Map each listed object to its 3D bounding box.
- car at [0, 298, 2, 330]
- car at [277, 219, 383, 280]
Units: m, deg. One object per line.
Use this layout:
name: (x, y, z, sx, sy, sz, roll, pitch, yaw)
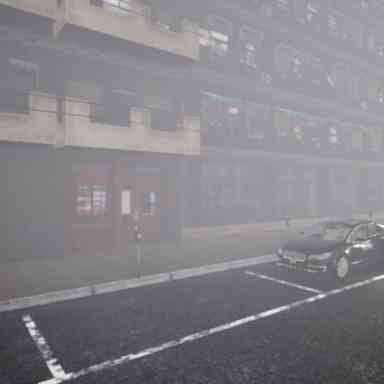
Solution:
car: (-4.691, 1.328, 3.210, 5.009, 1.841, 2.192, 0, 0, -35)
car: (4.329, 1.495, 9.644, 4.403, 1.369, 2.008, 0, 0, -35)
